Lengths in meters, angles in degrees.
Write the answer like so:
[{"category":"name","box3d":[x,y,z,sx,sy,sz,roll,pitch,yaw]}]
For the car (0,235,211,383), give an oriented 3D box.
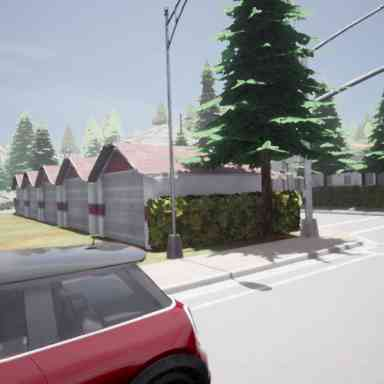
[{"category":"car","box3d":[-2.108,1.354,2.490,4.553,1.767,2.097,-2,1,-36]}]
